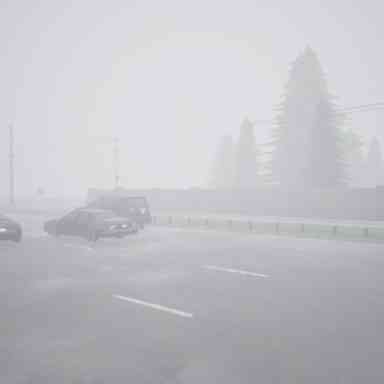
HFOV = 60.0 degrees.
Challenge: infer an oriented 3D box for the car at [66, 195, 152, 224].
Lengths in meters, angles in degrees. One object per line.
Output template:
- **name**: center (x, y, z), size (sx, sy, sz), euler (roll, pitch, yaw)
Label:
- **car**: center (-4.969, 1.220, 20.436), size (5.566, 2.045, 2.150), euler (0, 0, 36)

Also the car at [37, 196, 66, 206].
- **car**: center (-22.539, 1.501, 54.160), size (4.892, 1.490, 1.837), euler (0, 0, -26)

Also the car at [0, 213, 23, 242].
- **car**: center (-9.562, 1.563, 15.113), size (4.181, 1.385, 1.994), euler (0, 0, 36)

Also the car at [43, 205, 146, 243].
- **car**: center (-5.040, 1.547, 16.187), size (5.357, 1.411, 2.033), euler (0, 0, 36)
